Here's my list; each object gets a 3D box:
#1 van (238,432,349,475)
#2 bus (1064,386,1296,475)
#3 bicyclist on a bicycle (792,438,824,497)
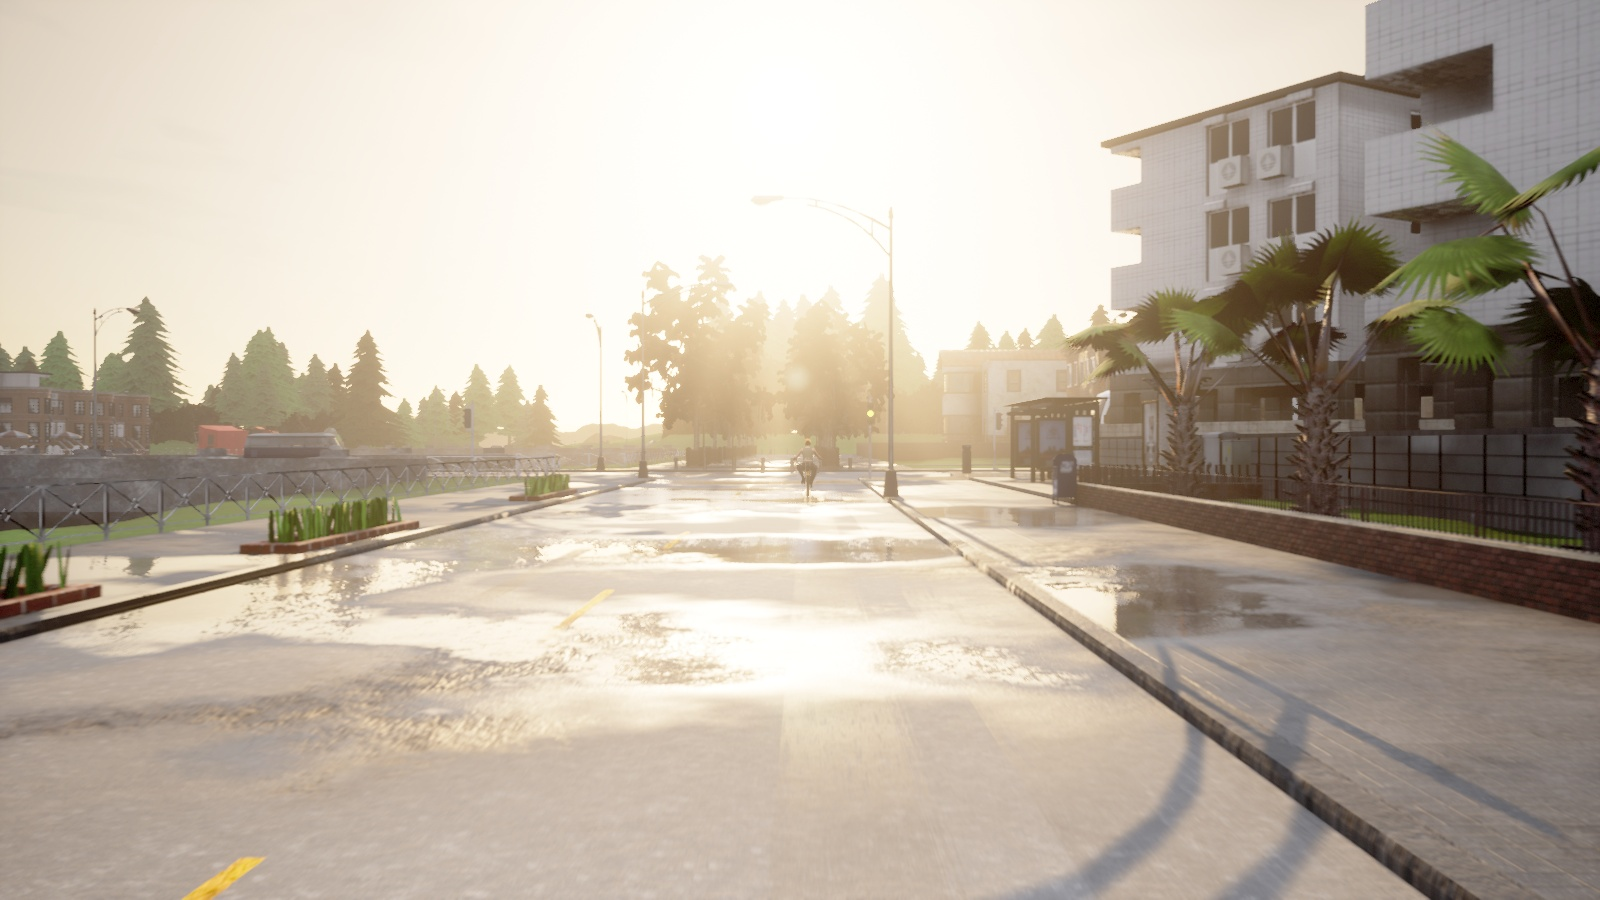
[{"bbox_3d":[-23.558,0.151,58.467,4.442,1.987,1.775,0,0,0],"label":"van"},{"bbox_3d":[18.594,-0.964,62.010,10.273,4.253,3.944,0,0,0],"label":"bus"},{"bbox_3d":[0.219,0.484,35.398,0.866,1.612,1.509,0,0,0],"label":"bicyclist on a bicycle"}]
